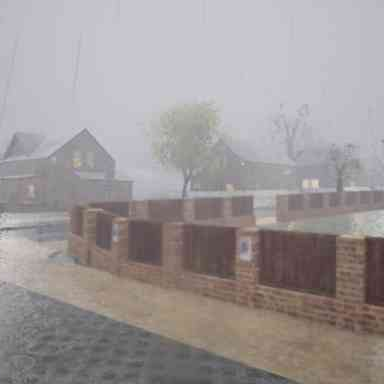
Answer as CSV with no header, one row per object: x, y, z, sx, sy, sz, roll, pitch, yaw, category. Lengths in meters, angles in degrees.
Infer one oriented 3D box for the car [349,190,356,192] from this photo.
18.828,0.568,38.539,4.892,1.490,1.837,-1,2,-40,car
